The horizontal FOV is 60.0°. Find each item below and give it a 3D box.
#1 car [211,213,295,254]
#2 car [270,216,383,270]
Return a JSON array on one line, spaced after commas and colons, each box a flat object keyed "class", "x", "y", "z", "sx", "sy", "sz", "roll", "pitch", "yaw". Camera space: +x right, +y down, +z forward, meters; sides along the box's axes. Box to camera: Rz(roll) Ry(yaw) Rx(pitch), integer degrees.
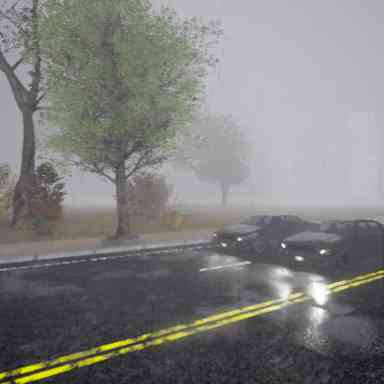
[{"class": "car", "x": 3.370, "y": 1.628, "z": 14.108, "sx": 5.357, "sy": 1.411, "sz": 2.033, "roll": 1, "pitch": 0, "yaw": -36}, {"class": "car", "x": 5.380, "y": 1.630, "z": 11.551, "sx": 5.357, "sy": 1.411, "sz": 2.033, "roll": 1, "pitch": 0, "yaw": -36}]
